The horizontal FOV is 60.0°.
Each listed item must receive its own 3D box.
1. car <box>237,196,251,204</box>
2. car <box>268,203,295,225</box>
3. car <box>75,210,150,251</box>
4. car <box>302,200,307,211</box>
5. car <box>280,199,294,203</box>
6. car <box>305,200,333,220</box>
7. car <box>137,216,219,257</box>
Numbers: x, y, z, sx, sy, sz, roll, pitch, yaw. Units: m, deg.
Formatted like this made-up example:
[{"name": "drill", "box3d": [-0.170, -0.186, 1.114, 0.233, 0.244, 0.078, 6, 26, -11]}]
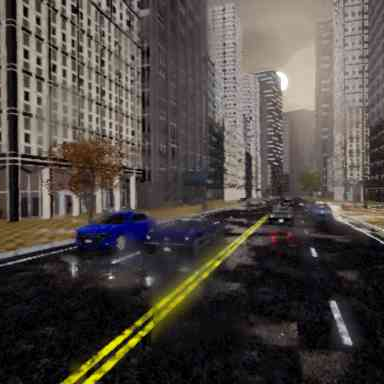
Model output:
[{"name": "car", "box3d": [8.500, 1.496, 53.935, 1.837, 1.490, 4.892, 0, 0, 17]}, {"name": "car", "box3d": [7.033, 1.770, 26.017, 1.895, 1.301, 4.718, 0, 0, 17]}, {"name": "car", "box3d": [-3.233, 1.612, 15.073, 1.882, 1.535, 5.008, 0, 0, 17]}, {"name": "car", "box3d": [16.170, 1.825, 45.489, 2.033, 1.411, 5.357, 0, 0, 17]}, {"name": "car", "box3d": [14.162, 1.826, 49.832, 1.837, 1.490, 4.892, 0, 0, 17]}, {"name": "car", "box3d": [11.626, 1.727, 30.158, 2.033, 1.411, 5.357, 0, 0, 17]}, {"name": "car", "box3d": [-0.253, 1.710, 13.699, 1.895, 1.301, 4.718, 0, 0, 17]}]
